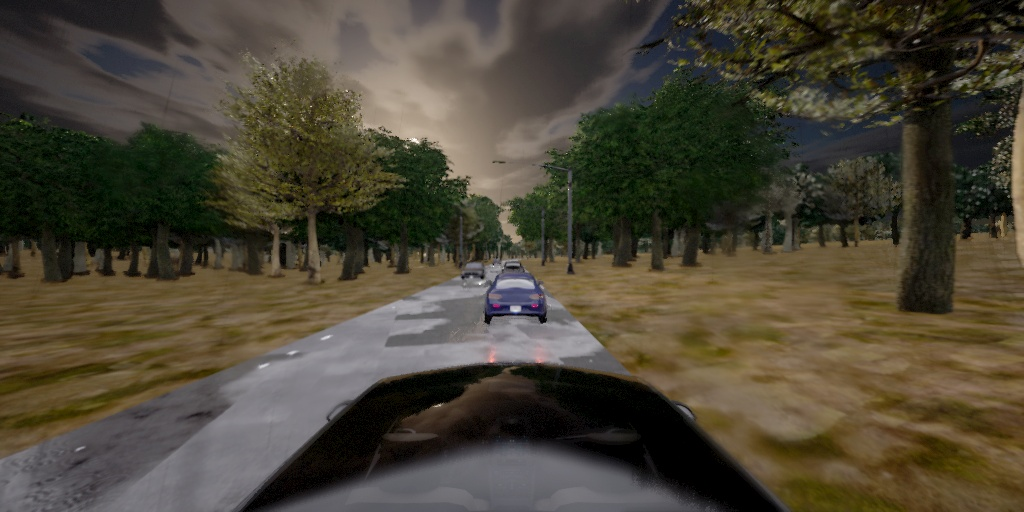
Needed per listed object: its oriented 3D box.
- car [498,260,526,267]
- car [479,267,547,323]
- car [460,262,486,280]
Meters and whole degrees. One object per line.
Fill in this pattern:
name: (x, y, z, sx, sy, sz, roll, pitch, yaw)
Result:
car: (0.088, 1.190, 29.662, 1.837, 1.490, 4.892, 0, 0, 0)
car: (0.098, 1.248, 11.928, 1.812, 1.442, 4.674, 0, 0, 0)
car: (-3.100, 1.233, 30.062, 2.033, 1.411, 5.357, 0, 0, 0)
